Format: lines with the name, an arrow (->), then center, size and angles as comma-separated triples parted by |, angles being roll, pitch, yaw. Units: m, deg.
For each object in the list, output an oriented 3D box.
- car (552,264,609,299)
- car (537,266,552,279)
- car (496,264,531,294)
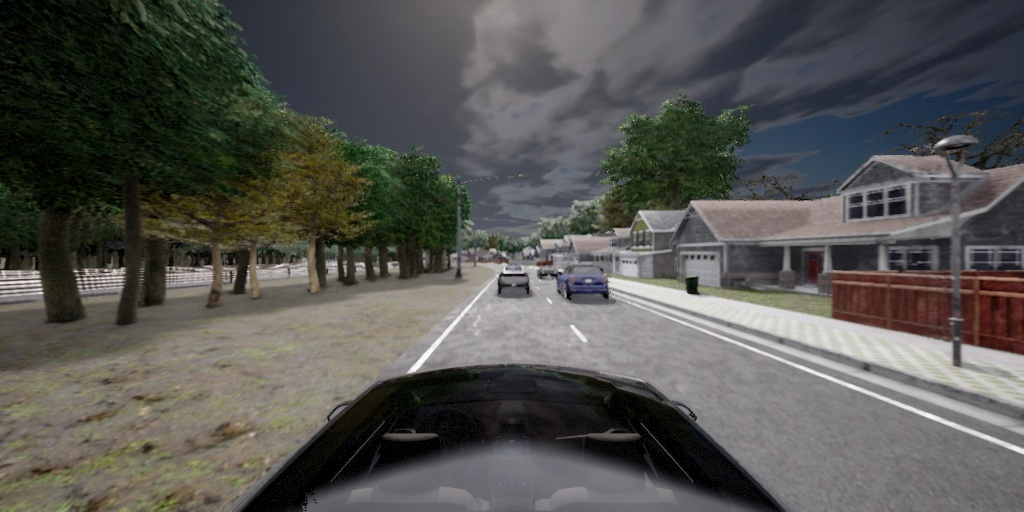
car -> 3.599, 1.214, 19.005 | 2.097, 1.767, 4.553 | 0, -1, 0
car -> 3.596, 1.658, 36.984 | 1.895, 1.301, 4.718 | 0, -1, 0
car -> 0.099, 1.378, 21.620 | 2.128, 1.511, 4.902 | 0, 0, 0
